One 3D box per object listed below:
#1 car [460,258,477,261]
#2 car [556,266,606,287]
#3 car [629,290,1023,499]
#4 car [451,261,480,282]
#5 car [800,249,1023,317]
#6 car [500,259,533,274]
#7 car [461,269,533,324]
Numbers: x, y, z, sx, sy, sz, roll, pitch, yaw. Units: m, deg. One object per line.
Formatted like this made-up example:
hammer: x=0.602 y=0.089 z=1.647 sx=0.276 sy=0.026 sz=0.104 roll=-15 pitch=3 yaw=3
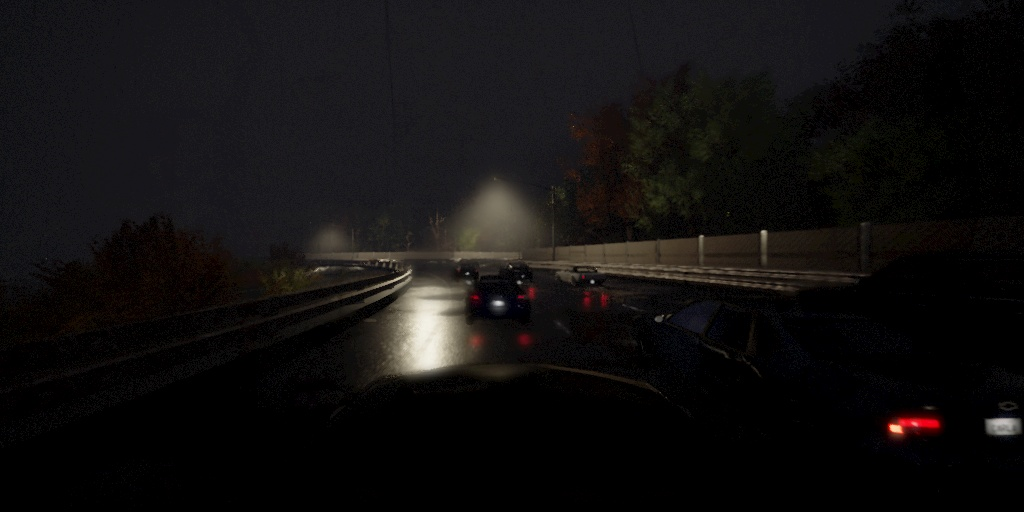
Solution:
car: x=-6.607 y=1.284 z=57.963 sx=1.837 sy=1.490 sz=4.892 roll=0 pitch=0 yaw=-20
car: x=4.562 y=1.326 z=24.474 sx=1.895 sy=1.301 sz=4.718 roll=0 pitch=0 yaw=-12
car: x=3.459 y=1.280 z=5.100 sx=2.033 sy=1.411 sz=5.357 roll=0 pitch=0 yaw=-2
car: x=-3.917 y=1.331 z=29.511 sx=1.994 sy=1.385 sz=4.181 roll=0 pitch=0 yaw=-15
car: x=7.084 y=0.934 z=5.364 sx=2.150 sy=2.045 sz=5.566 roll=0 pitch=0 yaw=-5
car: x=0.210 y=1.238 z=27.647 sx=2.128 sy=1.511 sz=4.902 roll=0 pitch=0 yaw=-14
car: x=-0.579 y=1.316 z=12.121 sx=1.994 sy=1.385 sz=4.181 roll=0 pitch=0 yaw=-6
